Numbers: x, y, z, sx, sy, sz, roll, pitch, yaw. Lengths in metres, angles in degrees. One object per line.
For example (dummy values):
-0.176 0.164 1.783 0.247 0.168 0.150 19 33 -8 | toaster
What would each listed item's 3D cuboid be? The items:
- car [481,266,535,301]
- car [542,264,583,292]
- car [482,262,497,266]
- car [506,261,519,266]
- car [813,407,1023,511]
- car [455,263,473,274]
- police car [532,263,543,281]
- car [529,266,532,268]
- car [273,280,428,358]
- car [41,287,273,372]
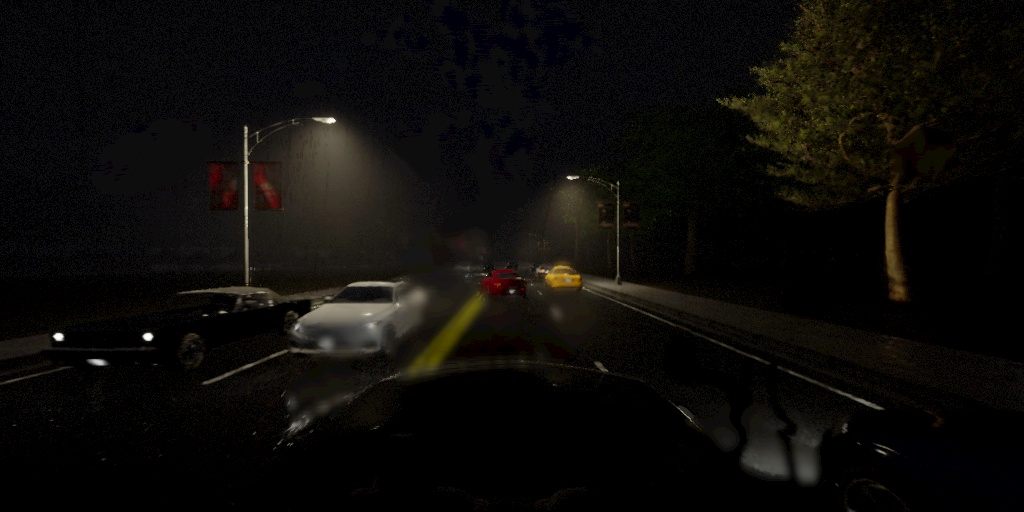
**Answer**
-0.429 1.415 18.277 1.812 1.442 4.674 -1 0 -11 | car
3.265 1.388 23.131 1.801 1.575 5.366 0 0 0 | car
-3.294 1.695 52.346 1.837 1.490 4.892 0 -1 0 | car
0.118 1.785 62.863 1.837 1.490 4.892 0 0 0 | car
3.249 1.307 0.938 1.994 1.385 4.181 0 0 0 | car
-6.555 1.687 49.288 1.812 1.442 4.674 0 -1 0 | car
3.273 1.531 33.943 2.038 1.542 4.974 0 -1 0 | police car
3.280 1.615 44.943 2.128 1.511 4.902 0 -1 0 | car
-3.346 1.334 8.792 1.812 1.442 4.674 0 0 0 | car
-6.596 1.402 7.925 1.895 1.301 4.718 0 0 0 | car
